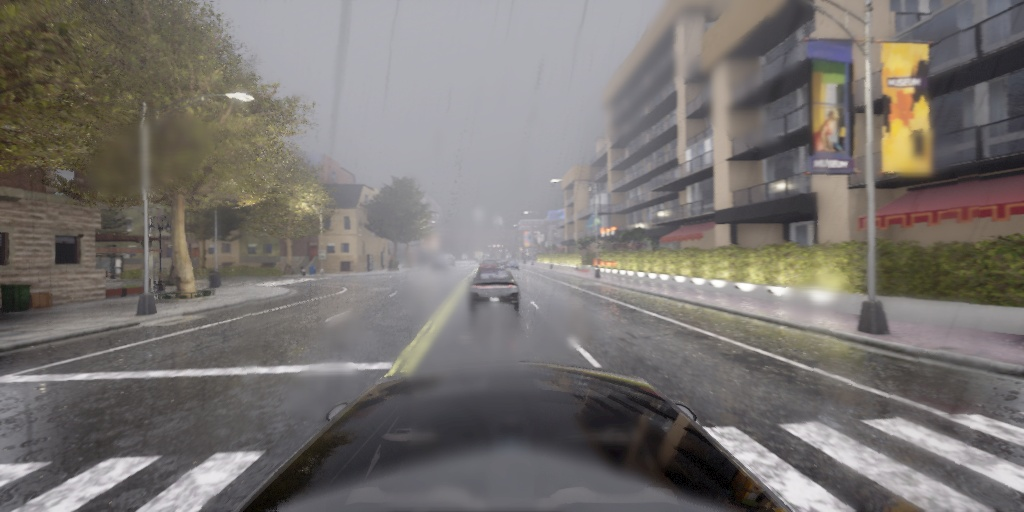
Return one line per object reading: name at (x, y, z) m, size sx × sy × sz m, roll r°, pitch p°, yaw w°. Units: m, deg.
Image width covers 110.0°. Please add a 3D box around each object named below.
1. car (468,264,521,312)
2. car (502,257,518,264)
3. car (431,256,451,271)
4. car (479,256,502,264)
car at (-0.714, 1.253, 14.315) m, size 2.128 × 1.511 × 4.902 m, roll -1°, pitch 0°, yaw -4°
car at (-0.052, 1.297, 53.764) m, size 2.033 × 1.411 × 5.357 m, roll -1°, pitch 0°, yaw -4°
car at (-10.674, 1.274, 53.108) m, size 2.097 × 1.767 × 4.553 m, roll -1°, pitch 0°, yaw -4°
car at (-2.438, 1.140, 38.540) m, size 2.097 × 1.767 × 4.553 m, roll -1°, pitch 0°, yaw -4°
